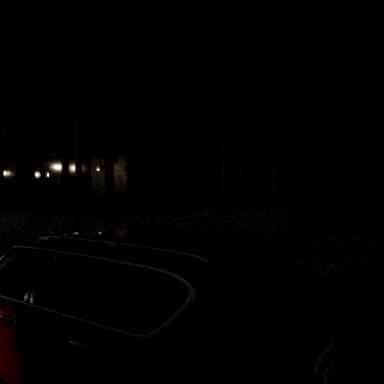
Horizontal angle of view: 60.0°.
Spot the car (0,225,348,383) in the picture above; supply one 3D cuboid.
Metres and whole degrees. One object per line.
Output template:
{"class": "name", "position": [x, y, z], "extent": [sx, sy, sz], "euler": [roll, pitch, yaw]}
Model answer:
{"class": "car", "position": [-1.004, 1.315, 3.682], "extent": [5.009, 1.841, 2.192], "euler": [0, 0, 35]}
